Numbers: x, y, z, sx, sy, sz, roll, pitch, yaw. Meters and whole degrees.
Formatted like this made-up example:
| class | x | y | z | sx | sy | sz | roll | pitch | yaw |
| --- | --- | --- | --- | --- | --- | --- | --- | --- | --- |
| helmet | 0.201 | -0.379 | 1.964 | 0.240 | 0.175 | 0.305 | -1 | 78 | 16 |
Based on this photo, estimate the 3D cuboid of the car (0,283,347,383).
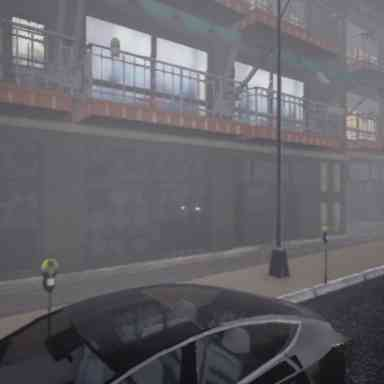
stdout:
| class | x | y | z | sx | sy | sz | roll | pitch | yaw |
| --- | --- | --- | --- | --- | --- | --- | --- | --- | --- |
| car | -0.594 | 1.552 | 2.439 | 4.313 | 1.339 | 1.947 | -1 | 1 | -35 |
